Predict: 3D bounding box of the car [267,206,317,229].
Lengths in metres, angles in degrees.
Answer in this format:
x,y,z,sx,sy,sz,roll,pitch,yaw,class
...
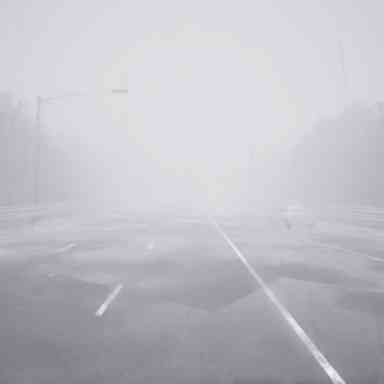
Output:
x,y,z,sx,sy,sz,roll,pitch,yaw,class
6.622,1.652,22.356,1.812,1.442,4.674,0,0,-8,car
